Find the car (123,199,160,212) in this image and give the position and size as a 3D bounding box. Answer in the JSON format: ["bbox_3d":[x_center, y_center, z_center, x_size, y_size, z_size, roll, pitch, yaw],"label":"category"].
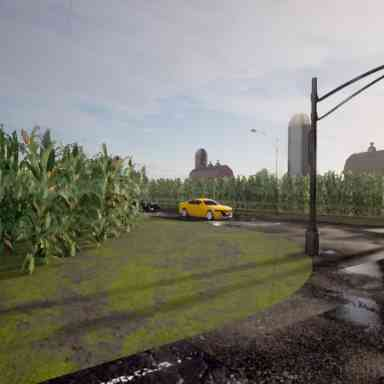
[{"bbox_3d":[-5.173,1.321,33.915,1.895,1.301,4.718,2,0,-38],"label":"car"}]

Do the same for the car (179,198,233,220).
[{"bbox_3d":[1.008,1.278,25.976,1.882,1.535,5.008,2,0,-38],"label":"car"}]
